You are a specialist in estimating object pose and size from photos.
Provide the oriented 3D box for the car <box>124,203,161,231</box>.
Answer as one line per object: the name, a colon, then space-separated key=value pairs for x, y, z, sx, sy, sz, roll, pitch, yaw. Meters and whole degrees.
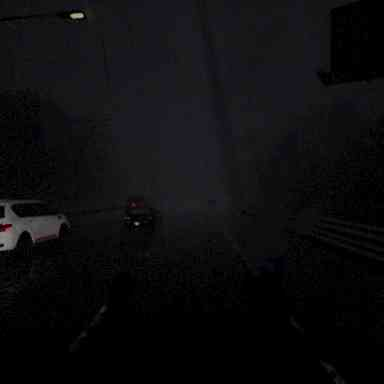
car: x=-3.073 y=1.646 z=21.264 sx=1.812 sy=1.442 sz=4.674 roll=0 pitch=0 yaw=2

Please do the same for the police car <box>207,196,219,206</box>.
police car: x=3.999 y=1.855 z=66.748 sx=1.930 sy=1.638 sz=5.238 roll=0 pitch=0 yaw=5

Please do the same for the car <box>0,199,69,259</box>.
car: x=-6.765 y=1.291 z=13.011 sx=2.150 sy=2.045 sz=5.566 roll=0 pitch=0 yaw=1

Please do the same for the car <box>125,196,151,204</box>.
car: x=-5.955 y=1.442 z=37.372 sx=2.150 sy=2.045 sz=5.566 roll=0 pitch=0 yaw=3
